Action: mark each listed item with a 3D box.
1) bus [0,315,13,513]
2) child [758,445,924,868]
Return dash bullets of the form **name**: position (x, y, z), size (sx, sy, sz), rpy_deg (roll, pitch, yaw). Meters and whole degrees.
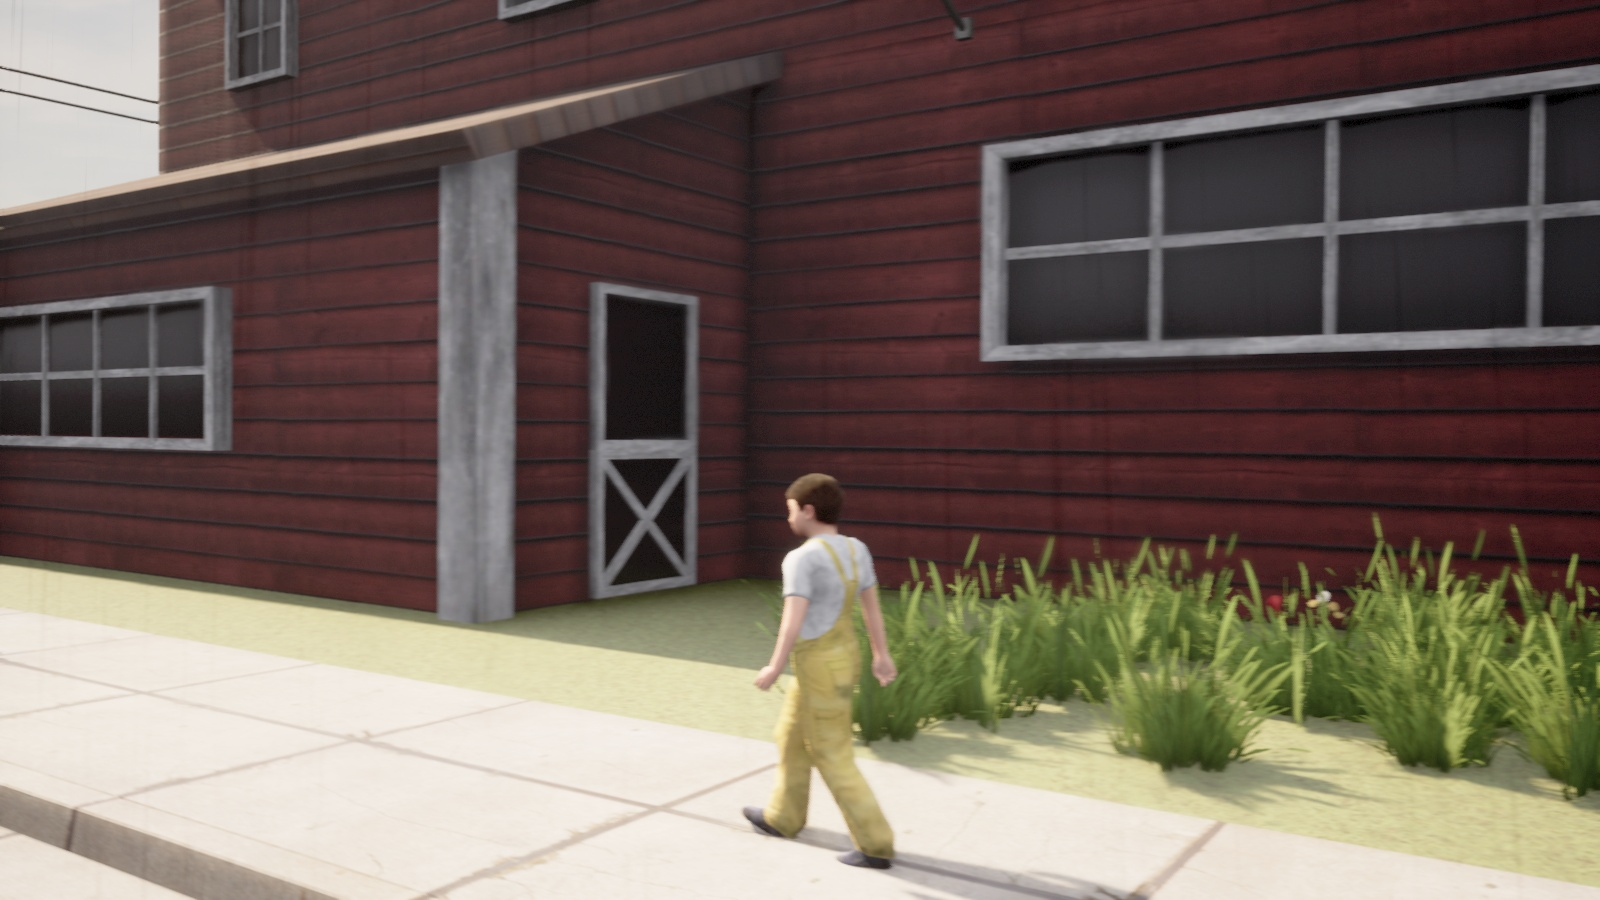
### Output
- **bus**: position (-21.914, -0.692, 24.587), size (3.944, 4.253, 10.273), rpy_deg (0, 1, 41)
- **child**: position (0.130, 0.618, 3.974), size (0.437, 1.263, 0.270), rpy_deg (0, 1, 30)
